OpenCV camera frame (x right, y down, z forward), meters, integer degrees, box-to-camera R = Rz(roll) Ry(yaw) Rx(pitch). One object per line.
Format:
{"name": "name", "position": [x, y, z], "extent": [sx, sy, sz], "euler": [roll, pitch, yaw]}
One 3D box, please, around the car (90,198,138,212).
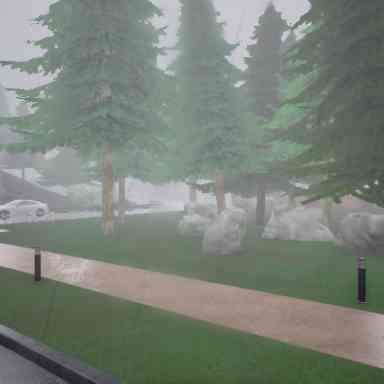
{"name": "car", "position": [-8.201, 1.385, 35.671], "extent": [2.033, 1.411, 5.357], "euler": [0, 0, 36]}

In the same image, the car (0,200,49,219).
{"name": "car", "position": [-14.179, 1.363, 27.340], "extent": [1.812, 1.442, 4.674], "euler": [0, 0, 35]}
